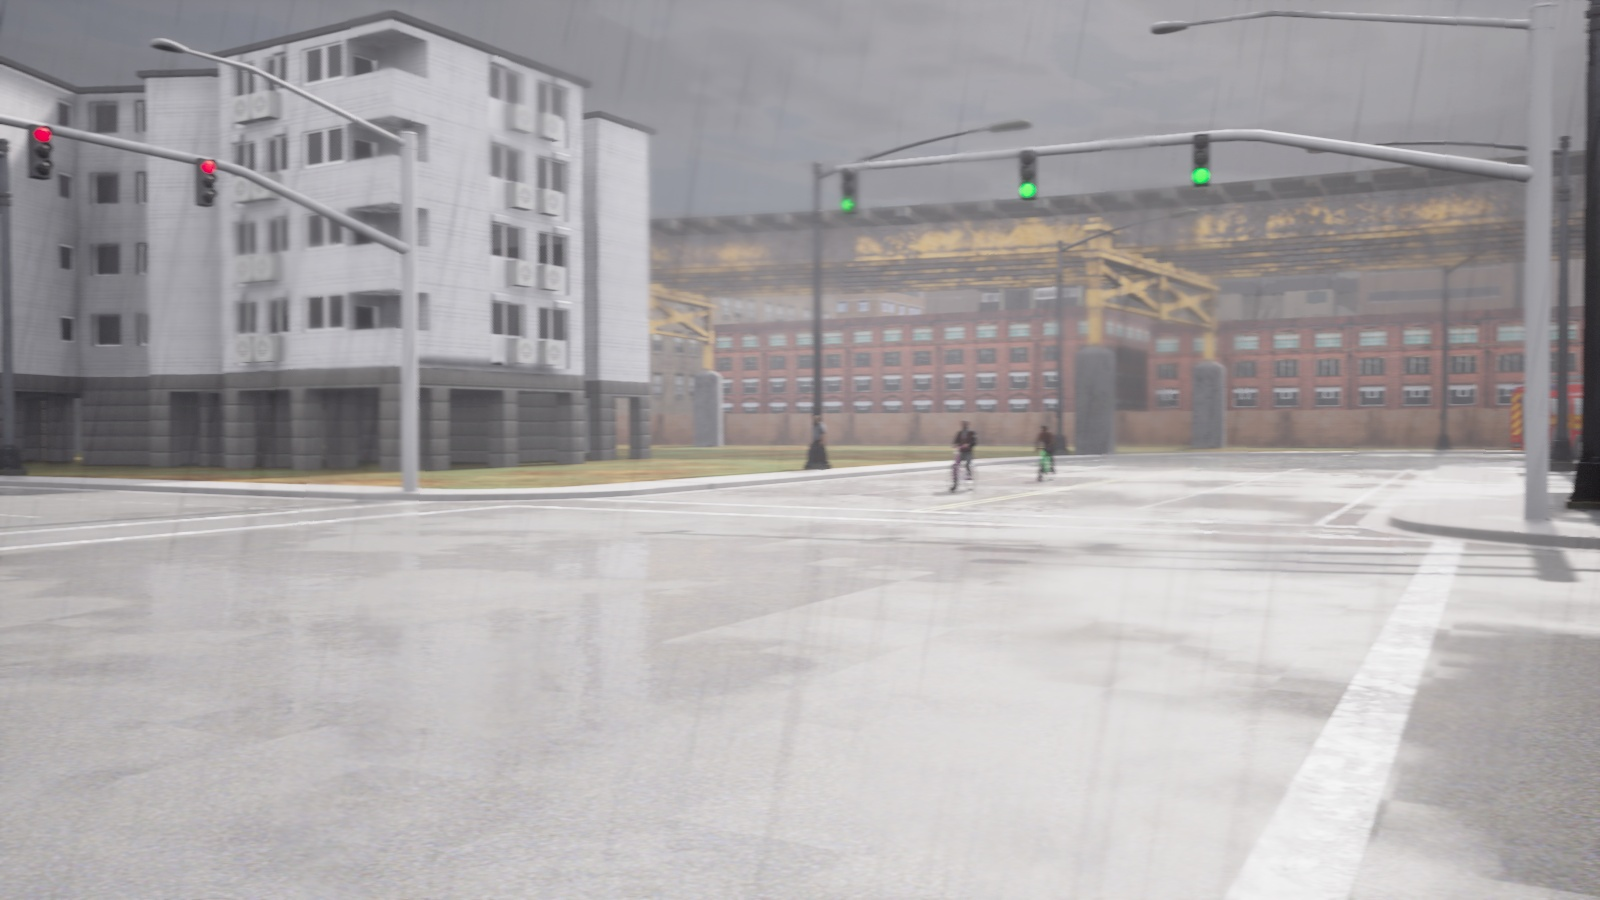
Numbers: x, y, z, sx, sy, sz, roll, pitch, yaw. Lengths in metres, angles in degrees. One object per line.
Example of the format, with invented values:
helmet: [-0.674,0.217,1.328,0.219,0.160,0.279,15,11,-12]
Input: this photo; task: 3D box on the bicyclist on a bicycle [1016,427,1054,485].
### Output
bicyclist on a bicycle: [6.760,0.163,36.091,0.582,1.620,1.656,1,2,28]

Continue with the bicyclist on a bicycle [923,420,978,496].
bicyclist on a bicycle: [3.639,0.177,30.290,0.659,1.776,1.843,1,1,29]

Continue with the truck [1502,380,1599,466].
truck: [36.956,-1.208,57.164,8.468,3.827,2.891,0,1,-3]

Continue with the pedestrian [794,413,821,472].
pedestrian: [0.235,-0.247,40.334,0.540,1.848,0.694,1,2,45]
